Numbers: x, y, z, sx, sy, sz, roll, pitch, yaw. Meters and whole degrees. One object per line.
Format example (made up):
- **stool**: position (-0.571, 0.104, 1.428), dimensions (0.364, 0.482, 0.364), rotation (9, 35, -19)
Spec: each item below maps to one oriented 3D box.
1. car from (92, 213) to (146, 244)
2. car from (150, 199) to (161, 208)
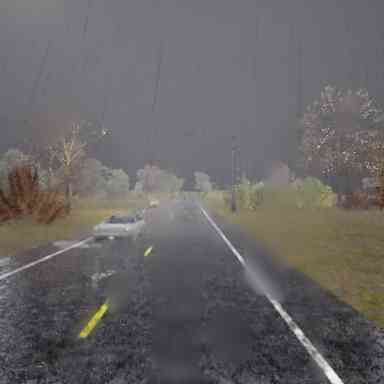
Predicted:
- **car**: position (-3.627, 1.789, 17.187), dimensions (1.895, 1.301, 4.718), rotation (0, -1, 0)
- **car**: position (-6.521, 2.071, 59.214), dimensions (1.882, 1.535, 5.008), rotation (0, 0, -5)
